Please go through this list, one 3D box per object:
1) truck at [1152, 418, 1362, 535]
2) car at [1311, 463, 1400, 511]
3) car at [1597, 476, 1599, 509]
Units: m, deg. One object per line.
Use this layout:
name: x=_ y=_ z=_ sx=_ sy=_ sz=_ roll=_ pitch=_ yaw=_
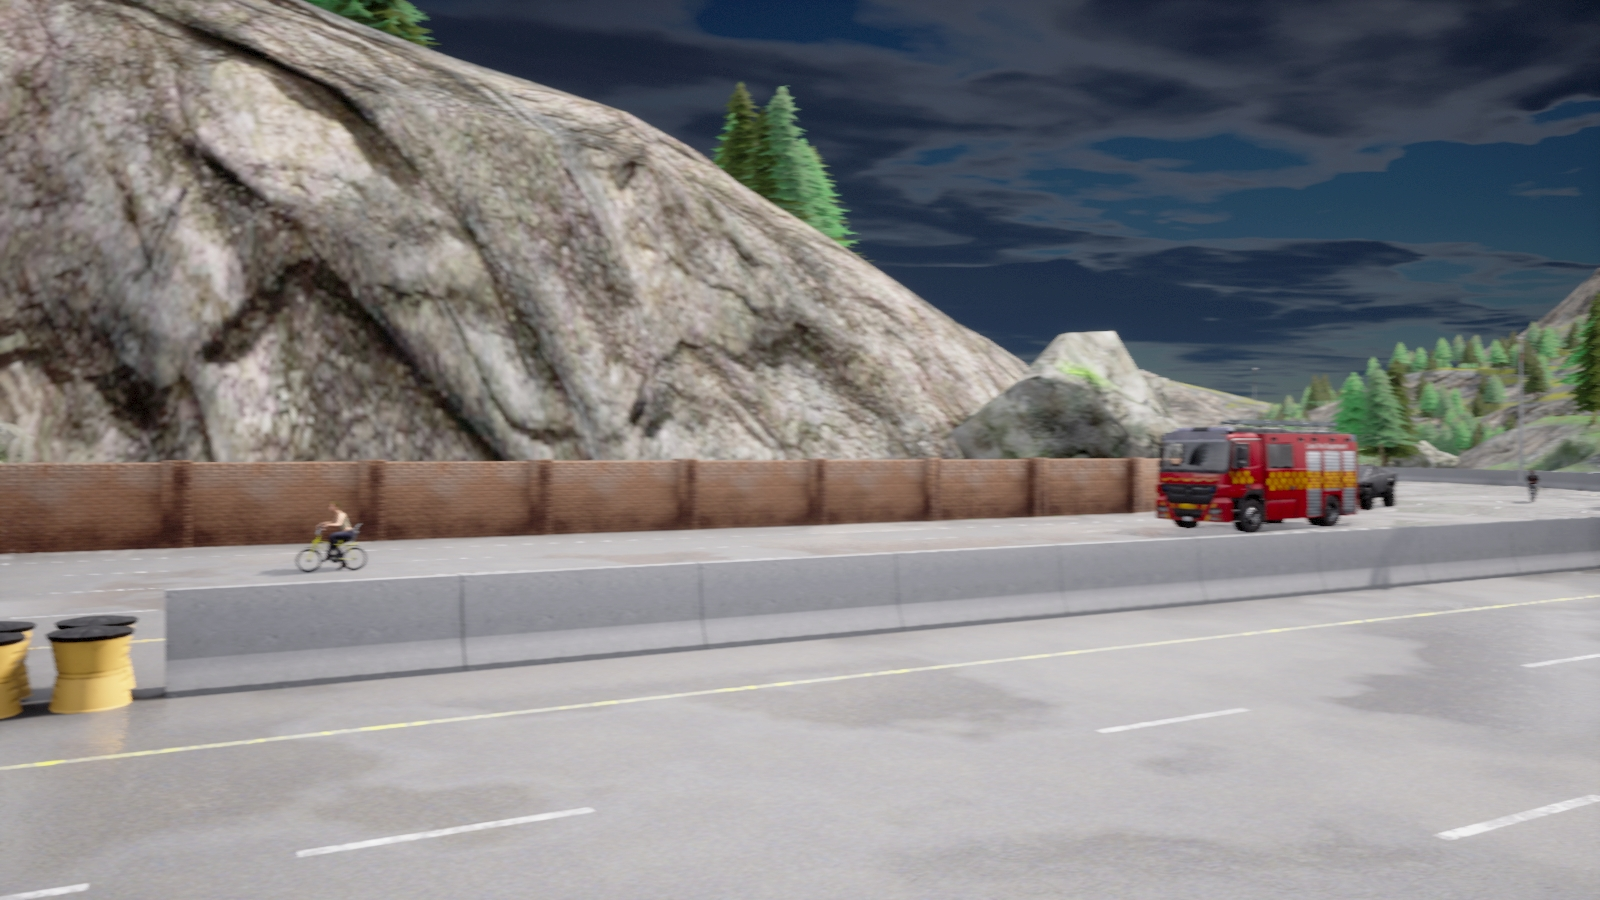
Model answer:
truck: x=16.518 y=0.870 z=41.000 sx=8.468 sy=3.827 sz=2.891 roll=0 pitch=0 yaw=-36
car: x=26.790 y=1.734 z=54.962 sx=2.390 sy=2.098 sz=6.274 roll=0 pitch=0 yaw=40
car: x=39.202 y=2.043 z=54.281 sx=2.007 sy=1.525 sz=4.514 roll=0 pitch=0 yaw=33
